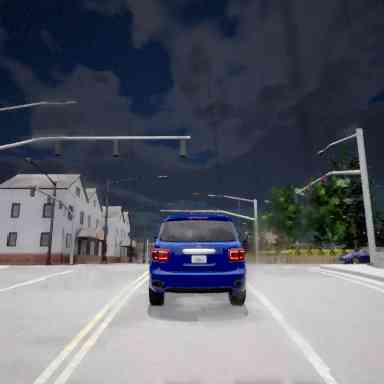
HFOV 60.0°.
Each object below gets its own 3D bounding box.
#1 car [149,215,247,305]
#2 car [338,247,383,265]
[{"bbox_3d":[0.085,1.759,9.276,2.150,2.045,5.566,0,-7,-1],"label":"car"},{"bbox_3d":[15.448,5.654,29.568,4.553,1.767,2.097,0,-12,1],"label":"car"}]
